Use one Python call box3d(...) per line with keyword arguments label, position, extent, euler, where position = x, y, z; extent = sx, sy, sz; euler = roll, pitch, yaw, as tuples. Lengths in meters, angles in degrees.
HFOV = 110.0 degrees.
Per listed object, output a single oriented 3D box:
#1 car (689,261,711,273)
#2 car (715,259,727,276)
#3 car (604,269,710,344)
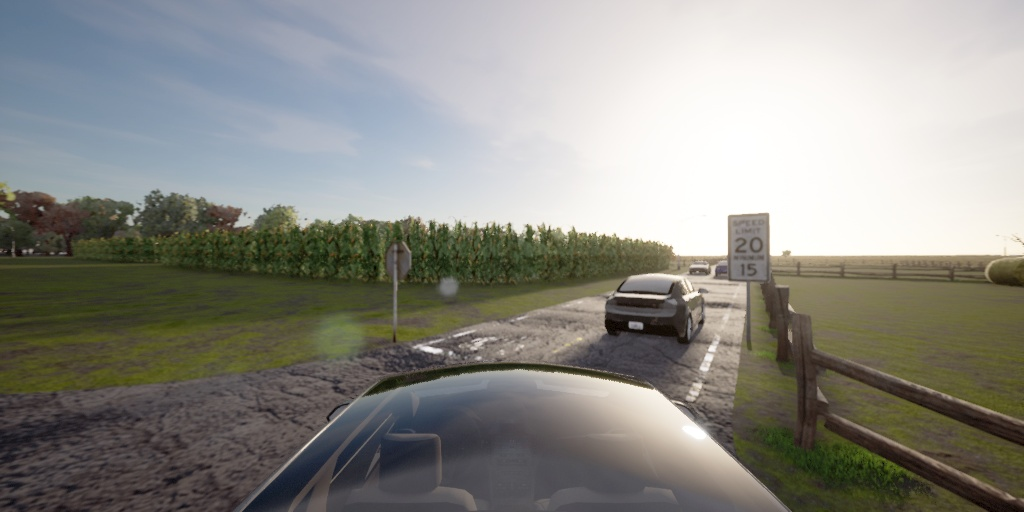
box3d(label="car", position=(21.317, 1.301, 40.521), extent=(2.033, 1.411, 5.357), euler=(0, 0, 34))
box3d(label="car", position=(21.507, 1.222, 35.765), extent=(1.882, 1.535, 5.008), euler=(0, 0, 34))
box3d(label="car", position=(4.014, 1.252, 9.742), extent=(1.837, 1.490, 4.892), euler=(0, 0, 34))
